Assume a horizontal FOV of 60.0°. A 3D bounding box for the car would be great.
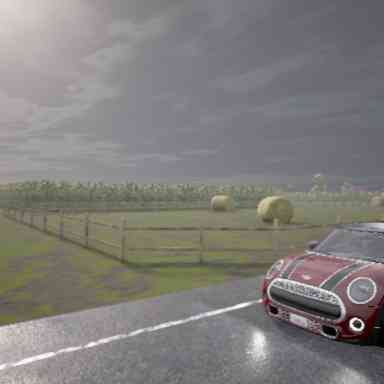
[{"bbox_3d":[3.493,1.426,6.480,4.553,1.767,2.097,1,0,-35],"label":"car"}]
